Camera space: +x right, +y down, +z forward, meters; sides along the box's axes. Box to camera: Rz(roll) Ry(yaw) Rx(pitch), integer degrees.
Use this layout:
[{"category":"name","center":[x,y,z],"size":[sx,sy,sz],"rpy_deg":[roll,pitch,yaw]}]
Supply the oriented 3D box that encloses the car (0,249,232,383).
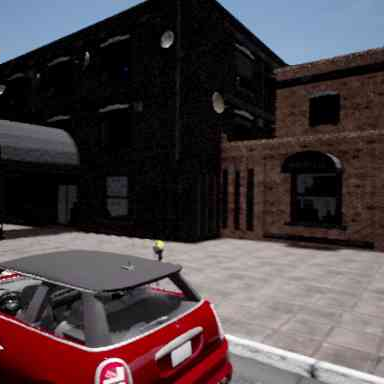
[{"category":"car","center":[-1.672,1.443,4.051],"size":[4.097,1.590,1.967],"rpy_deg":[0,1,36]}]
